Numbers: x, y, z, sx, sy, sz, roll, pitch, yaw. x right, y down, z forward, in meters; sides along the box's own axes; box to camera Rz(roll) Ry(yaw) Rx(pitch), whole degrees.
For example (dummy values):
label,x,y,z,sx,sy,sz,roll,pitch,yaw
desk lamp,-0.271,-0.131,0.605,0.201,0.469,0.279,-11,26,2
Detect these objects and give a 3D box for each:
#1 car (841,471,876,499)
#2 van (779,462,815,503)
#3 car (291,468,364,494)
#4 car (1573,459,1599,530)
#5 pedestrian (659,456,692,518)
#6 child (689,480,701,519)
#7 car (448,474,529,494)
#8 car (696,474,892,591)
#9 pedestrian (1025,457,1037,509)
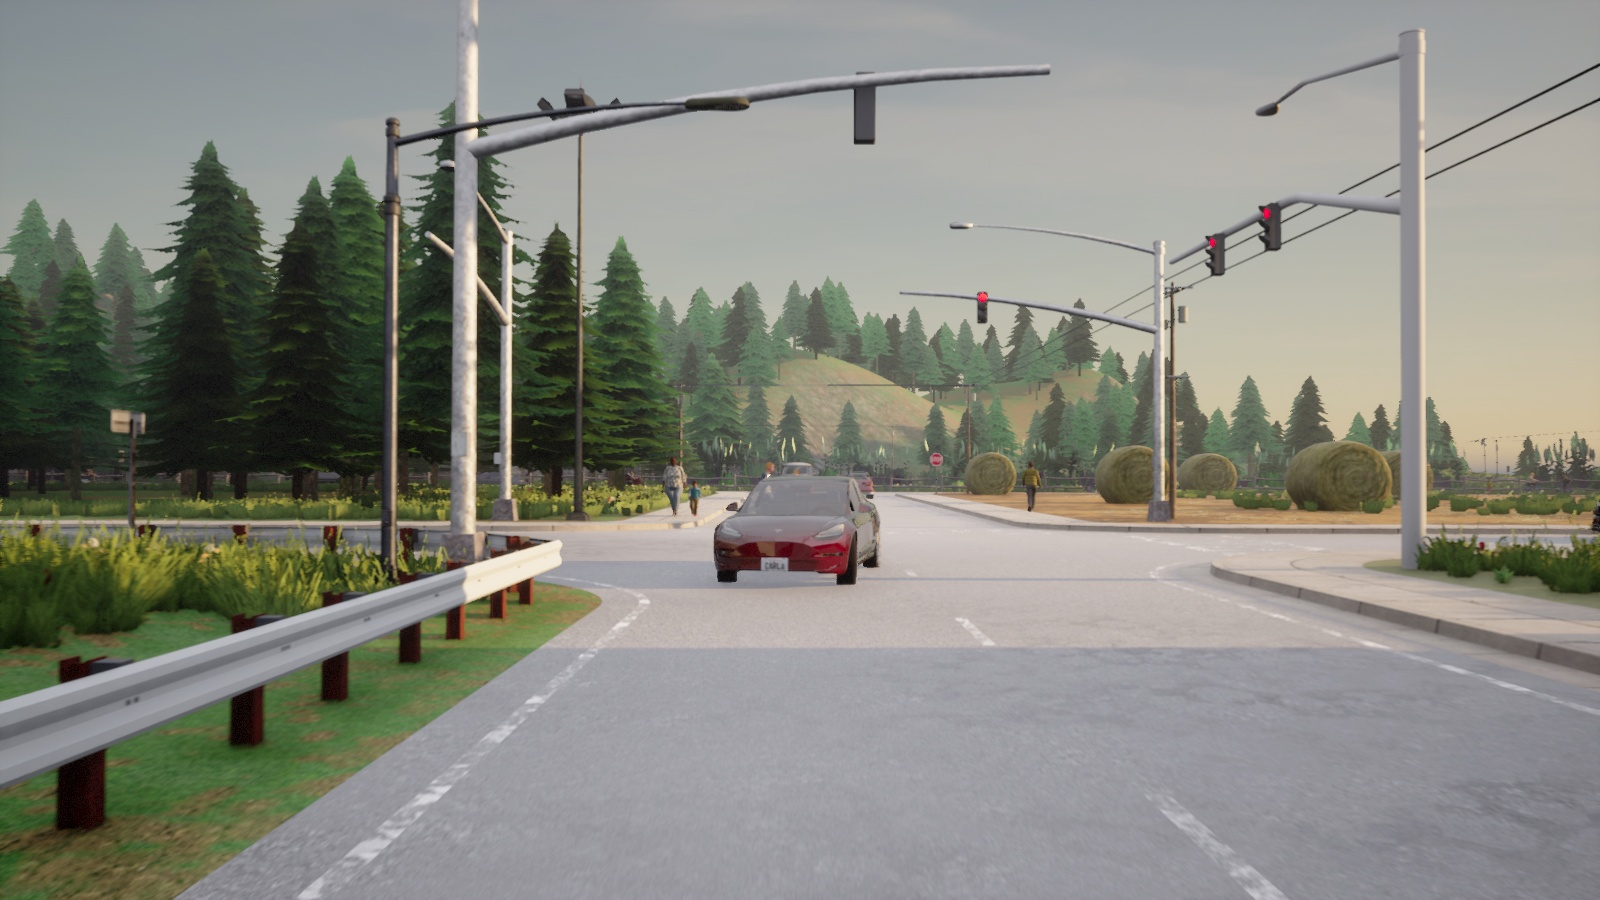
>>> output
label,x,y,z,sx,sy,sz,roll,pitch,yaw
car,3.325,1.984,71.913,1.789,1.549,3.705,0,-1,0
van,-0.155,1.630,63.421,1.775,1.987,4.442,0,-1,0
car,-34.465,2.279,91.756,4.605,1.855,1.932,0,-1,1
car,20.930,1.033,29.125,4.611,1.667,2.242,0,-1,-1
pedestrian,-3.760,1.122,38.031,0.874,1.855,0.900,0,-1,2
child,-3.231,1.511,38.725,0.343,1.192,0.448,0,-1,0
car,-22.667,2.452,91.563,5.357,1.411,2.033,0,-1,2
car,0.084,1.124,18.905,2.163,1.488,4.792,0,-1,10
pedestrian,8.264,1.179,44.851,0.370,1.835,0.726,0,-1,13
